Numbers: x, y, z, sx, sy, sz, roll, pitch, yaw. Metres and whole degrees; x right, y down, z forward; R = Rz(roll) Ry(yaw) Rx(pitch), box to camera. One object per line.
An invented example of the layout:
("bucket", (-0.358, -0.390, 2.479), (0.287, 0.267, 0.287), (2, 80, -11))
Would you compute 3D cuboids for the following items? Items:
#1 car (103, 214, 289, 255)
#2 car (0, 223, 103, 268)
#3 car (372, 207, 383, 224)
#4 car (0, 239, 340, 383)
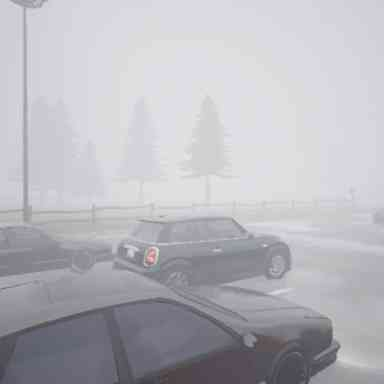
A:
("car", (0.417, 1.330, 8.347), (4.553, 1.767, 2.097), (0, 0, -36))
("car", (-4.869, 1.543, 8.874), (5.357, 1.411, 2.033), (0, 0, -36))
("car", (13.961, 1.467, 22.314), (4.181, 1.385, 1.994), (0, 0, -36))
("car", (-0.857, 1.543, 3.137), (5.357, 1.411, 2.033), (0, 0, -36))
